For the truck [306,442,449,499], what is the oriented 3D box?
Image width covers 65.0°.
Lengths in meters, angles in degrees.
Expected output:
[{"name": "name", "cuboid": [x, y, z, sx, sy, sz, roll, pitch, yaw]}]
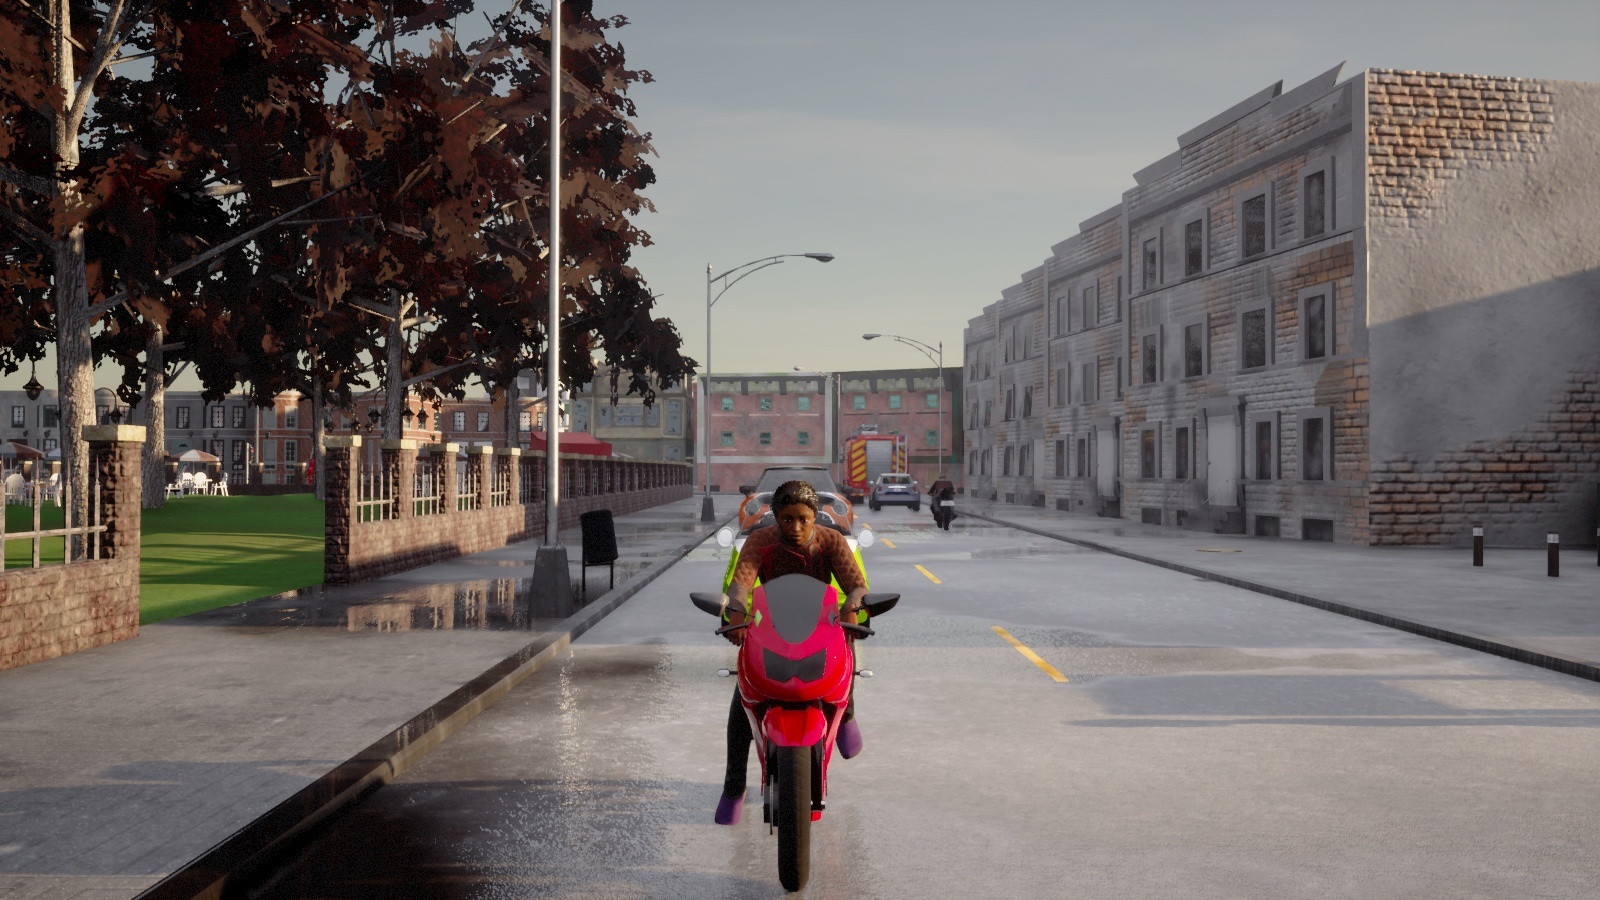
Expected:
[{"name": "truck", "cuboid": [-26.326, 1.253, 78.481, 7.936, 3.462, 2.891, 0, -1, 0]}]

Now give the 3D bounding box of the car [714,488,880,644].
[{"name": "car", "cuboid": [-0.032, 1.077, 12.395, 1.481, 1.376, 2.207, 0, -1, 0]}]

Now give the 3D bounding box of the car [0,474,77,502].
[{"name": "car", "cuboid": [-44.458, 2.152, 72.366, 2.007, 1.525, 4.514, -1, -1, 23]}]

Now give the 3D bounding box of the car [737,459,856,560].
[{"name": "car", "cuboid": [-0.067, 1.083, 24.434, 2.097, 1.767, 4.553, 0, -1, 0]}]

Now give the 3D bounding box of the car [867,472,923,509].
[{"name": "car", "cuboid": [3.830, 1.623, 51.269, 1.970, 1.475, 3.806, 0, -1, 0]}]

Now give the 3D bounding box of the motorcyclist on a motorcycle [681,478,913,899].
[{"name": "motorcyclist on a motorcycle", "cuboid": [-0.014, 0.887, 5.366, 0.797, 1.523, 2.044, 0, -1, 0]}]

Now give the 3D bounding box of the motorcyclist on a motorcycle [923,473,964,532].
[{"name": "motorcyclist on a motorcycle", "cuboid": [3.896, 1.408, 34.271, 0.866, 1.530, 2.191, 0, -1, 0]}]

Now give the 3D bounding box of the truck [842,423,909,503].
[{"name": "truck", "cuboid": [3.773, 0.716, 64.520, 2.891, 3.827, 8.468, 0, -1, 0]}]
